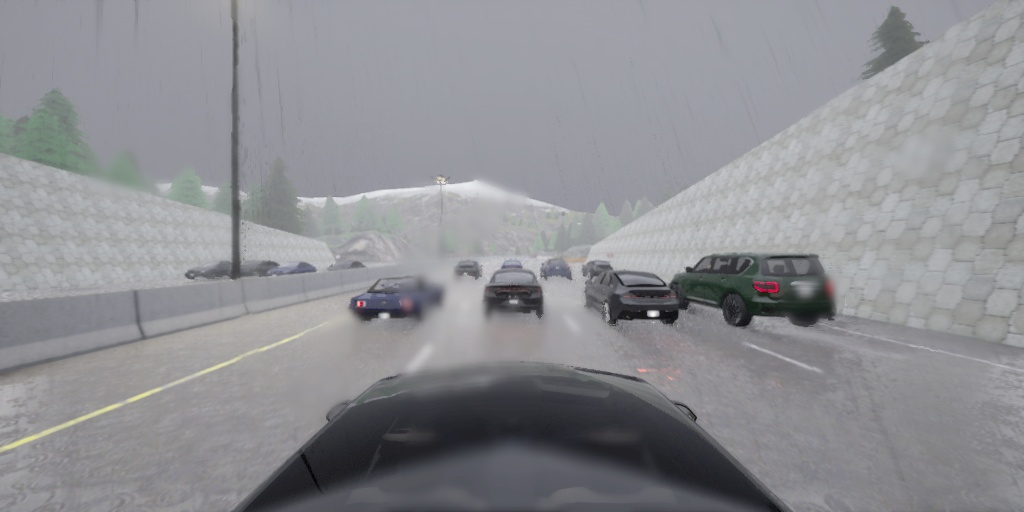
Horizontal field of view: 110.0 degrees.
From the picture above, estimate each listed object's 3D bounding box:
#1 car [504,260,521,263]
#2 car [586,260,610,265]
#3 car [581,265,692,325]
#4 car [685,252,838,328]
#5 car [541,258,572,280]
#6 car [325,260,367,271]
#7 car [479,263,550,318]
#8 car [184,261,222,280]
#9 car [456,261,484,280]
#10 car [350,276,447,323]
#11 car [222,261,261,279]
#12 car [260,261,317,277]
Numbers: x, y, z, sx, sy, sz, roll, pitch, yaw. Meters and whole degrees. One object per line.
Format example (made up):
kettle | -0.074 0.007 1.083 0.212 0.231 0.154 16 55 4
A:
car | 0.012 1.083 31.163 1.882 1.535 5.008 0 0 0
car | 7.016 1.108 29.655 1.837 1.490 4.892 0 0 0
car | 3.573 1.202 11.518 1.837 1.490 4.892 0 0 0
car | 7.074 0.915 11.332 2.150 2.045 5.566 0 0 0
car | 3.517 0.962 29.305 2.097 1.767 4.553 0 0 0
car | -14.119 1.132 30.730 1.837 1.490 4.892 0 0 0
car | 0.069 1.173 12.824 1.882 1.535 5.008 0 0 0
car | -24.624 1.167 29.929 1.812 1.442 4.674 0 0 0
car | -3.483 1.122 29.611 1.837 1.490 4.892 0 0 0
car | -3.427 1.305 11.846 1.895 1.301 4.718 0 0 0
car | -21.125 1.143 29.903 1.837 1.490 4.892 0 0 0
car | -17.629 1.163 29.032 1.812 1.442 4.674 0 0 0
